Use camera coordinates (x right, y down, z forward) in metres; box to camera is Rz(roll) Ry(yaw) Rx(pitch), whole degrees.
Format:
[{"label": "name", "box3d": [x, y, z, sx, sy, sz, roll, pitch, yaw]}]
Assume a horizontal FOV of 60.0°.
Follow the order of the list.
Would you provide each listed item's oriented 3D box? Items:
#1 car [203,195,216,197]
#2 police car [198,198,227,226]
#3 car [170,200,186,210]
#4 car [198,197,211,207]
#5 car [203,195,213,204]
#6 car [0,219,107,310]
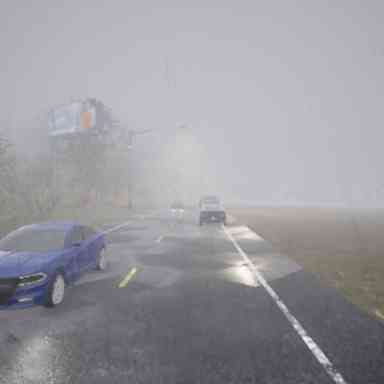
[{"label": "car", "box3d": [2.122, 1.419, 39.927, 2.150, 2.045, 5.566, 0, -1, 3]}, {"label": "police car", "box3d": [1.454, 1.507, 24.072, 1.930, 1.638, 5.238, 0, 0, 2]}, {"label": "car", "box3d": [-1.989, 1.829, 48.920, 2.033, 1.411, 5.357, 0, -1, 4]}, {"label": "car", "box3d": [2.236, 1.749, 58.785, 2.097, 1.767, 4.553, 0, -1, 4]}, {"label": "car", "box3d": [3.640, 1.692, 75.018, 2.150, 2.045, 5.566, 0, -1, 6]}, {"label": "car", "box3d": [-3.525, 1.498, 8.153, 1.882, 1.535, 5.008, 0, 0, 1]}]
